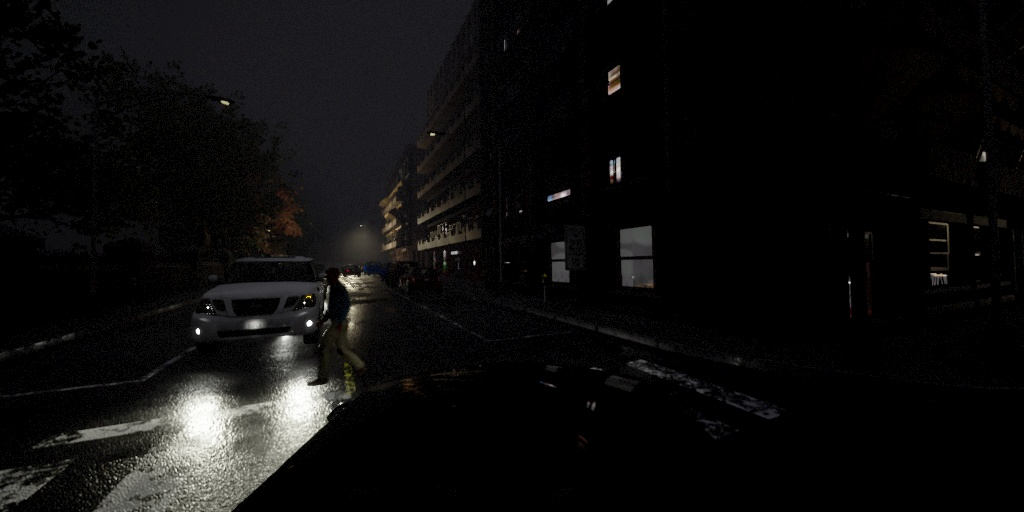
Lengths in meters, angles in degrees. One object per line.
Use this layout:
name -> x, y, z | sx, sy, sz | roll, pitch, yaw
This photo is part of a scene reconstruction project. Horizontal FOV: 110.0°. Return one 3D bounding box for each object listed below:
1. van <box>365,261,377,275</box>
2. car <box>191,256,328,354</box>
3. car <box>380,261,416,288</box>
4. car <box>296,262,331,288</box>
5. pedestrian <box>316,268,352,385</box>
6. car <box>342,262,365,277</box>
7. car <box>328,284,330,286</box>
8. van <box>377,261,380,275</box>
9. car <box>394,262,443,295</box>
van -> -17.663, 1.548, 45.842 | 1.690, 1.789, 3.998 | 0, 0, -26
car -> -6.192, 1.007, 9.413 | 2.150, 2.045, 5.566 | 0, -1, -26
car -> -7.908, 1.275, 26.018 | 2.192, 1.841, 5.009 | 0, 0, -26
car -> -15.003, 1.362, 27.345 | 2.097, 1.767, 4.553 | 0, -1, -26
pedestrian -> -2.773, 1.024, 5.596 | 0.375, 1.860, 0.375 | 1, -2, -26
car -> -19.672, 1.748, 44.082 | 2.033, 1.411, 5.357 | 0, -1, -26
car -> -10.575, 1.461, 18.336 | 1.994, 1.385, 4.181 | 0, -1, -26
van -> -10.347, 1.363, 30.974 | 1.690, 1.789, 3.998 | 0, 0, -26
car -> -5.469, 1.338, 21.063 | 1.967, 1.591, 4.097 | 0, 0, -26
